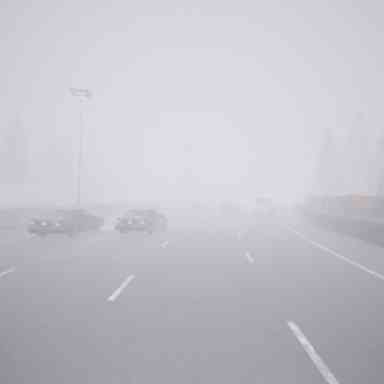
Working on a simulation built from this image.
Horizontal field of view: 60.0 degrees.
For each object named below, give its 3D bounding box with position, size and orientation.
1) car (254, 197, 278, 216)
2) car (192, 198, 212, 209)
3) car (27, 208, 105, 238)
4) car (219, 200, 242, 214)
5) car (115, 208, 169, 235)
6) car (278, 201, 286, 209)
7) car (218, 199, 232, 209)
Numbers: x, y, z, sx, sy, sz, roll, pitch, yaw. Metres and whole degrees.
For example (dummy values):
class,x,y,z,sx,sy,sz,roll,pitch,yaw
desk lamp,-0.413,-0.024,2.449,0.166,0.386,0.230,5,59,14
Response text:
class,x,y,z,sx,sy,sz,roll,pitch,yaw
car,8.629,1.672,39.508,2.150,2.045,5.566,1,0,16
car,1.612,1.761,52.604,2.097,1.767,4.553,1,0,20
car,-6.490,1.552,17.856,2.033,1.411,5.357,1,0,8
car,5.062,1.994,41.095,1.895,1.301,4.718,1,0,16
car,-2.793,1.636,19.610,2.033,1.411,5.357,1,0,9
car,15.433,2.244,58.690,1.812,1.442,4.674,1,0,24
car,5.740,1.849,53.785,2.097,1.767,4.553,1,0,21
